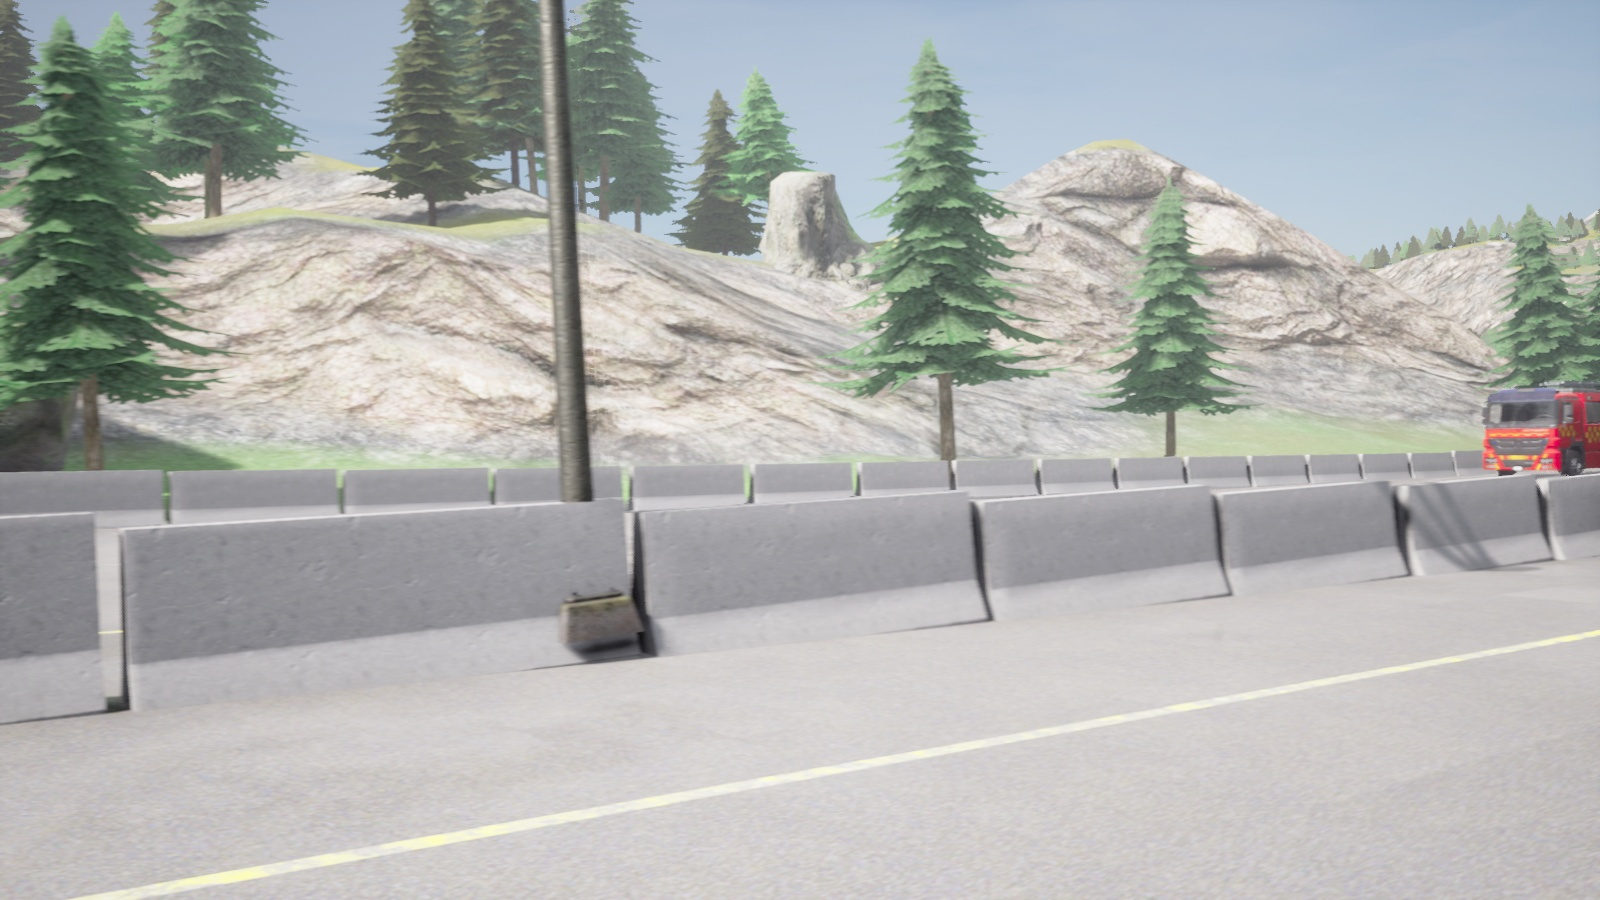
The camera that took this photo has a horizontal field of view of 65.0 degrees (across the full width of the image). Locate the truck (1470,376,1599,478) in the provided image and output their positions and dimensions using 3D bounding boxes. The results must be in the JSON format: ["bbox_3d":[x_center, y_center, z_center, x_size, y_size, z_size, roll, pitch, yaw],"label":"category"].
[{"bbox_3d":[30.666,-0.941,50.597,8.468,3.827,2.891,-2,1,-35],"label":"truck"}]
